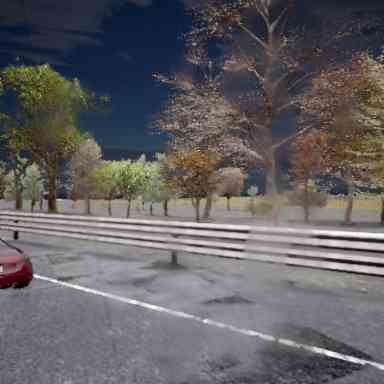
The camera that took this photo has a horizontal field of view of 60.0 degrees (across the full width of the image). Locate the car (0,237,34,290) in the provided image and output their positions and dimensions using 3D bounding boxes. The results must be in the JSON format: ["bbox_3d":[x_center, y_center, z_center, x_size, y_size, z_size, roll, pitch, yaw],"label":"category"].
[{"bbox_3d":[-5.771,1.633,8.203,4.181,1.385,1.994,-1,0,36],"label":"car"}]
